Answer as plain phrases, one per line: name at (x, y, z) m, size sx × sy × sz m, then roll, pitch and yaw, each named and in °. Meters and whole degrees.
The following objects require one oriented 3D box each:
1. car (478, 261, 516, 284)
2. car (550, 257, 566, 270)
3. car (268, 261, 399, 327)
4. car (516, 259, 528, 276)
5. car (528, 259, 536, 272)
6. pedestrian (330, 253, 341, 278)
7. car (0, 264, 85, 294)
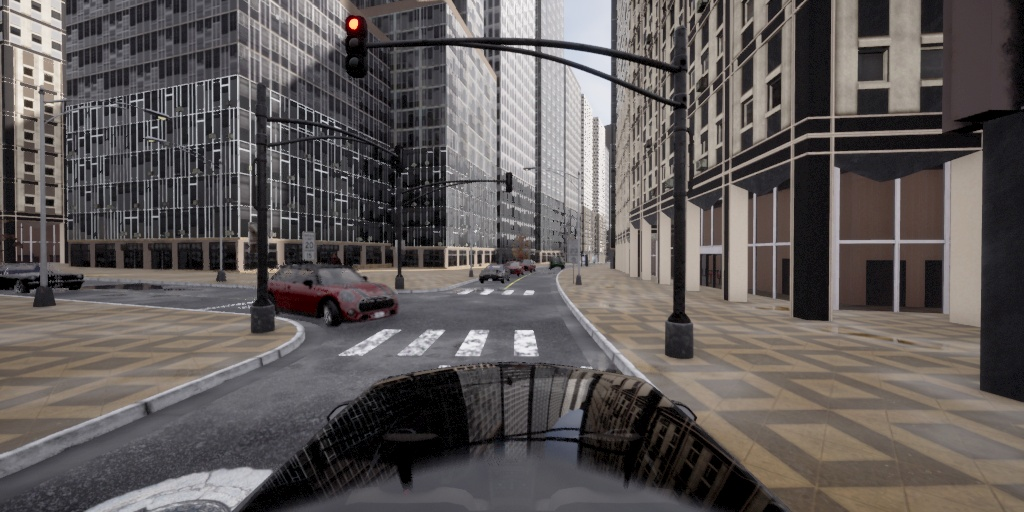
car at (-1.220, 1.331, 28.075) m, size 2.033 × 1.411 × 5.357 m, roll 0°, pitch 0°, yaw 7°
car at (7.658, 1.168, 59.655) m, size 2.150 × 2.045 × 5.566 m, roll 0°, pitch 0°, yaw 14°
car at (-5.815, 1.068, 11.436) m, size 4.553 × 1.767 × 2.097 m, roll 1°, pitch 1°, yaw 28°
car at (0.132, 1.297, 37.783) m, size 1.882 × 1.535 × 5.008 m, roll 0°, pitch 0°, yaw 9°
car at (1.885, 1.220, 47.511) m, size 2.097 × 1.767 × 4.553 m, roll 0°, pitch 0°, yaw 11°
pedestrian at (-9.577, 0.716, 19.407) m, size 0.375 × 1.860 × 0.375 m, roll 0°, pitch 0°, yaw 16°
car at (-23.189, 1.056, 17.254) m, size 4.718 × 1.301 × 1.895 m, roll 1°, pitch 1°, yaw 16°
